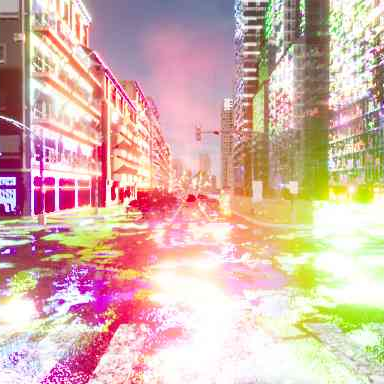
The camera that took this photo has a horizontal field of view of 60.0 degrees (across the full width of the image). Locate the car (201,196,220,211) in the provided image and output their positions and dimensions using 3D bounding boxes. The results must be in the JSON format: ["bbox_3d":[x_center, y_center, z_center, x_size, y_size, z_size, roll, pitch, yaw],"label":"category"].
[{"bbox_3d":[2.513,1.540,41.062,1.887,1.381,4.507,-1,0,0],"label":"car"}]

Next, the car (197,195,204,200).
[{"bbox_3d":[2.348,1.534,92.073,1.752,1.417,4.829,-1,0,0],"label":"car"}]

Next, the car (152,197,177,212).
[{"bbox_3d":[-3.215,1.559,39.041,1.994,1.385,4.181,0,0,0],"label":"car"}]

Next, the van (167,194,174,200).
[{"bbox_3d":[-6.001,1.350,91.816,1.690,1.788,3.998,-1,0,0],"label":"van"}]

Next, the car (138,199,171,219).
[{"bbox_3d":[-3.193,1.560,29.115,1.994,1.385,4.181,0,0,0],"label":"car"}]

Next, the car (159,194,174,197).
[{"bbox_3d":[-3.246,1.488,49.163,2.128,1.511,4.902,0,0,0],"label":"car"}]

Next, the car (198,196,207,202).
[{"bbox_3d":[2.404,1.547,74.955,1.887,1.381,4.507,-1,0,0],"label":"car"}]

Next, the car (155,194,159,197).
[{"bbox_3d":[-5.873,1.312,52.276,2.192,1.841,5.009,-1,0,0],"label":"car"}]

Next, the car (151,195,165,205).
[{"bbox_3d":[-5.890,1.439,57.923,1.967,1.590,4.097,-1,0,0],"label":"car"}]

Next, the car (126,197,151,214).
[{"bbox_3d":[-5.815,1.540,35.328,1.887,1.381,4.507,-1,0,0],"label":"car"}]

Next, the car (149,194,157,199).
[{"bbox_3d":[-5.835,1.436,40.977,1.967,1.590,4.097,-1,0,0],"label":"car"}]

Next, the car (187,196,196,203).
[{"bbox_3d":[-0.123,1.508,69.816,1.837,1.490,4.892,0,0,0],"label":"car"}]

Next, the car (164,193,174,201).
[{"bbox_3d":[-5.983,1.321,86.169,2.192,1.841,5.009,-1,0,0],"label":"car"}]

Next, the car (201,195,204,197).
[{"bbox_3d":[2.441,1.551,63.657,2.008,1.369,4.403,-1,0,0],"label":"car"}]

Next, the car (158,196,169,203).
[{"bbox_3d":[-5.925,1.583,69.222,1.802,1.307,4.206,-1,0,0],"label":"car"}]

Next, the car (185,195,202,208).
[{"bbox_3d":[-0.055,1.543,48.228,2.033,1.411,5.357,0,0,0],"label":"car"}]
